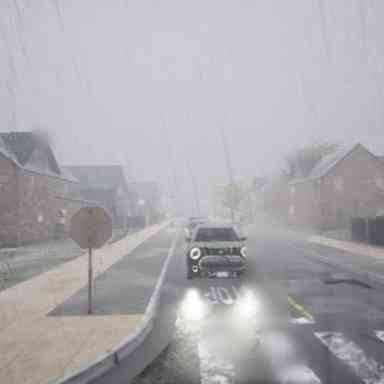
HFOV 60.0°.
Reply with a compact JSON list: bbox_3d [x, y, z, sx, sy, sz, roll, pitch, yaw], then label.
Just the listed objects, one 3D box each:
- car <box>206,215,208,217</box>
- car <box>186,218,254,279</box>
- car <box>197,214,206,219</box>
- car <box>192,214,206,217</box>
[{"bbox_3d":[2.659,5.751,77.667,1.994,1.385,4.181,-1,-4,-1],"label":"car"},{"bbox_3d":[0.870,1.992,12.199,2.097,1.767,4.553,-1,-3,-1],"label":"car"},{"bbox_3d":[2.496,6.429,87.686,2.033,1.411,5.357,-1,-4,-1],"label":"car"},{"bbox_3d":[0.436,3.856,42.898,1.812,1.442,4.674,-1,-3,0],"label":"car"}]
